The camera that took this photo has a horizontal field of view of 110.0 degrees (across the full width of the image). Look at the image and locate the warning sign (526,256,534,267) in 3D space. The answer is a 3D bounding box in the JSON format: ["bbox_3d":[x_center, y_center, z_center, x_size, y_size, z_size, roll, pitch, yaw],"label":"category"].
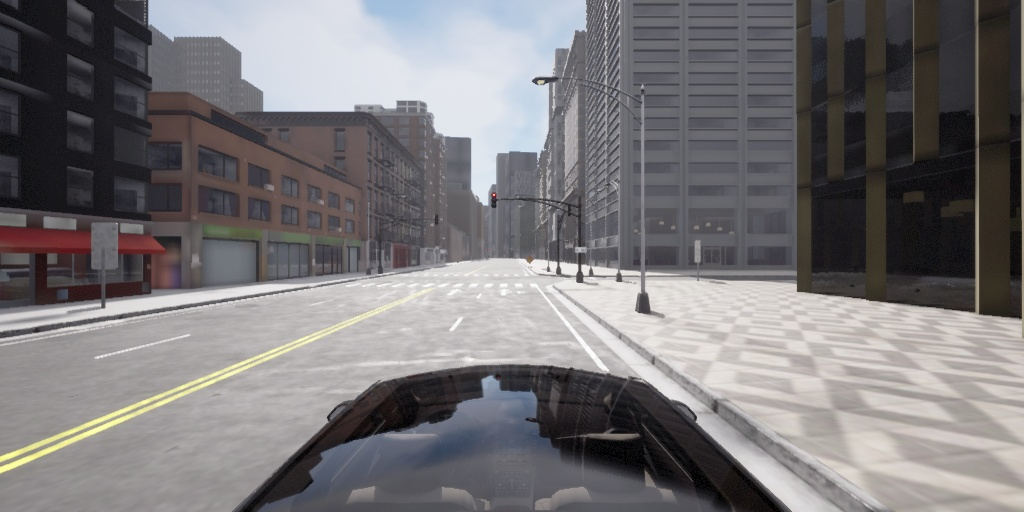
[{"bbox_3d":[2.850,0.847,57.237,1.300,1.860,1.060,0,0,0],"label":"warning sign"}]
